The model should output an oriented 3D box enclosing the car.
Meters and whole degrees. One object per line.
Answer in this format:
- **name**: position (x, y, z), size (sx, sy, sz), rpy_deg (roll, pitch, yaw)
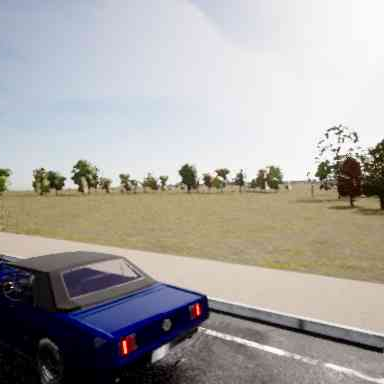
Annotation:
- **car**: position (-2.172, 1.618, 5.234), size (4.718, 1.301, 1.895), rpy_deg (0, 0, 36)
